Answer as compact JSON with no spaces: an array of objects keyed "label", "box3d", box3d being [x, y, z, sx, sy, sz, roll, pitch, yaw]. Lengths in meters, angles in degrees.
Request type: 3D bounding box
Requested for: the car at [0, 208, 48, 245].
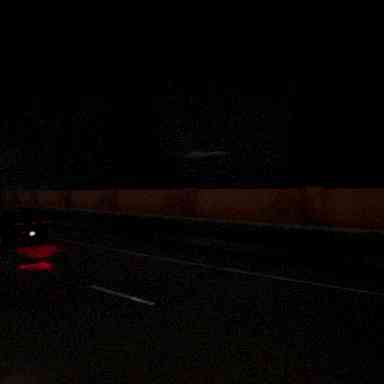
[{"label":"car","box3d":[-8.592,1.513,15.777,4.892,1.490,1.837,0,0,42]}]
